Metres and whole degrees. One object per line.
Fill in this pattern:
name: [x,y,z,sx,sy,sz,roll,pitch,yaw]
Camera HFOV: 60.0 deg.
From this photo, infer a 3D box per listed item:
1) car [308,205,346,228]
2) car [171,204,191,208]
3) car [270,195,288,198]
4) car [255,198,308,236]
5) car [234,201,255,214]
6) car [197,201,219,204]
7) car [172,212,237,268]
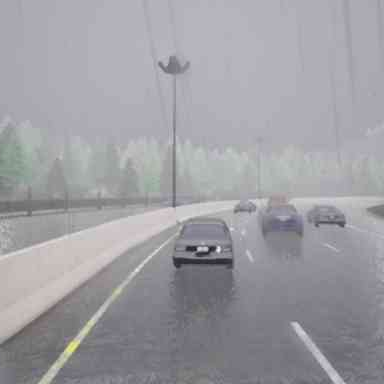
car: [9.173,1.616,23.011,2.033,1.411,5.357,0,0,12]
car: [-0.614,1.692,48.952,2.033,1.411,5.357,0,0,25]
car: [9.854,1.332,37.401,2.150,2.045,5.566,0,0,21]
car: [4.919,1.408,18.961,2.097,1.767,4.553,0,0,8]
car: [6.084,1.658,37.337,2.033,1.411,5.357,0,0,20]
car: [2.736,1.492,47.778,2.097,1.767,4.553,0,0,25]
car: [0.464,1.582,11.394,2.033,1.411,5.357,0,0,4]
